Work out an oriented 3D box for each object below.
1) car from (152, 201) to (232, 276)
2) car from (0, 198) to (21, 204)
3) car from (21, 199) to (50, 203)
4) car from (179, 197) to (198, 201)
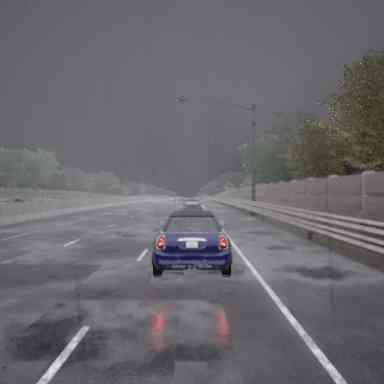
[{"bbox_3d":[0.002,1.330,10.461,2.097,1.767,4.553,0,0,0],"label":"car"},{"bbox_3d":[-21.082,1.452,38.417,1.837,1.490,4.892,0,0,0],"label":"car"},{"bbox_3d":[-17.581,1.512,38.727,1.994,1.385,4.181,0,0,0],"label":"car"},{"bbox_3d":[0.004,1.474,31.861,1.812,1.442,4.674,0,0,0],"label":"car"}]
